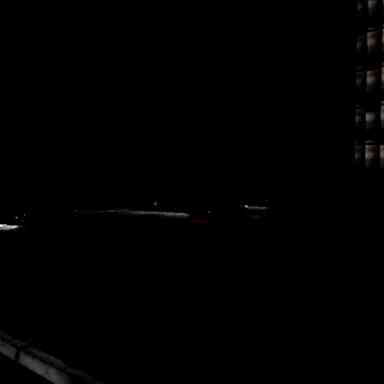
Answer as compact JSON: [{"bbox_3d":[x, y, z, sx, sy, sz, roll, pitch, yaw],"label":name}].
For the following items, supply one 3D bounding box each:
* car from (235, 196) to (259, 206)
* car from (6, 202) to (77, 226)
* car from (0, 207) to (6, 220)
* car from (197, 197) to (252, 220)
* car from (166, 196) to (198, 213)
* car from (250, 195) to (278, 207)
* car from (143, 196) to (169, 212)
[{"bbox_3d":[8.686,1.417,52.422,1.994,1.385,4.181,1,1,38],"label":"car"},{"bbox_3d":[-10.230,1.493,23.290,1.994,1.385,4.181,1,1,38],"label":"car"},{"bbox_3d":[-12.825,1.439,25.249,1.994,1.385,4.181,1,1,38],"label":"car"},{"bbox_3d":[2.954,1.502,29.233,1.882,1.535,5.008,1,1,38],"label":"car"},{"bbox_3d":[-0.266,1.437,35.945,1.812,1.442,4.674,1,1,38],"label":"car"},{"bbox_3d":[11.263,1.306,50.438,2.097,1.767,4.553,1,1,38],"label":"car"},{"bbox_3d":[-3.304,1.210,37.333,2.097,1.767,4.553,1,1,38],"label":"car"}]
